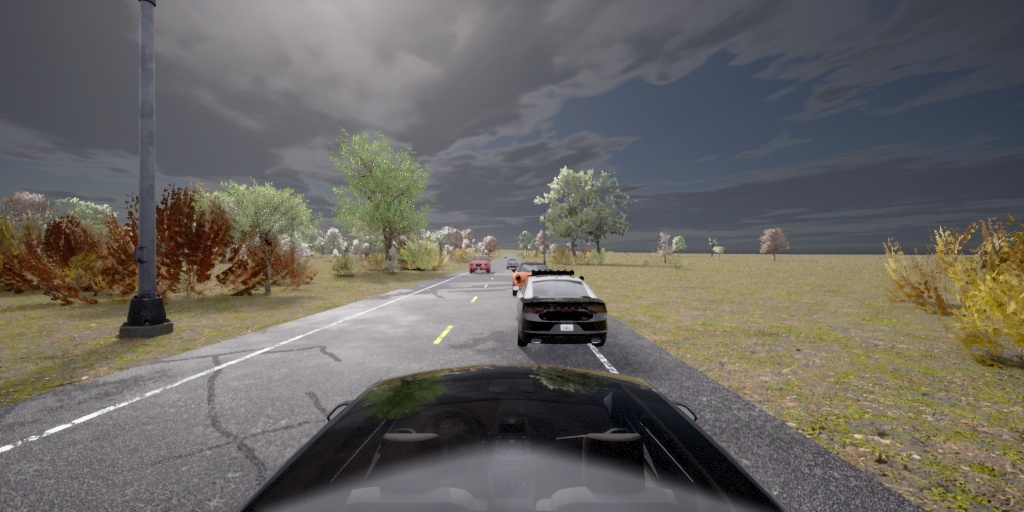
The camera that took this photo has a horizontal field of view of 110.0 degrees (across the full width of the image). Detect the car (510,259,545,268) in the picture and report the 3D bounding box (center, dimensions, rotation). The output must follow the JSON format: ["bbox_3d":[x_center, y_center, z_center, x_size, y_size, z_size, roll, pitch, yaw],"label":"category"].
[{"bbox_3d":[1.069,1.095,19.349,2.097,1.767,4.553,0,0,0],"label":"car"}]

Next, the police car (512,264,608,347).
[{"bbox_3d":[1.059,1.174,9.488,1.930,1.638,5.238,0,0,0],"label":"police car"}]

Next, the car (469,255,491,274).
[{"bbox_3d":[-3.560,0.941,40.819,2.150,2.045,5.566,0,0,0],"label":"car"}]

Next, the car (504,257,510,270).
[{"bbox_3d":[0.127,1.246,52.939,2.033,1.411,5.357,0,0,0],"label":"car"}]
